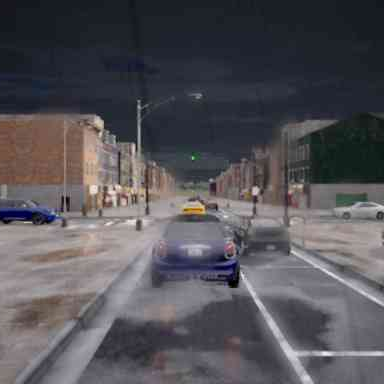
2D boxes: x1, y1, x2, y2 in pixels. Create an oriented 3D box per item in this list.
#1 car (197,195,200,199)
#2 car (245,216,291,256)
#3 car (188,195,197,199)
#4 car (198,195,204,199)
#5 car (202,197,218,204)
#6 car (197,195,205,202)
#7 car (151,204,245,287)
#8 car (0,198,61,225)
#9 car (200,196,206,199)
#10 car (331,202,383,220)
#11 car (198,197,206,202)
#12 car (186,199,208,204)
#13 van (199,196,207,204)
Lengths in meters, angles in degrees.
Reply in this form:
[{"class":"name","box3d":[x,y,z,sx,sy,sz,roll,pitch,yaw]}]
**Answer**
[{"class":"car","box3d":[2.646,1.837,73.314,1.967,1.590,4.097,-1,0,0]},{"class":"car","box3d":[2.627,1.618,13.207,2.008,1.369,4.403,-1,0,0]},{"class":"car","box3d":[0.029,1.936,80.187,1.837,1.490,4.892,0,0,0]},{"class":"car","box3d":[2.646,1.911,67.781,1.887,1.381,4.507,-1,0,0]},{"class":"car","box3d":[2.638,1.787,45.652,1.887,1.381,4.507,-1,0,0]},{"class":"car","box3d":[2.651,1.836,95.445,2.192,1.841,5.009,-1,0,0]},{"class":"car","box3d":[0.084,1.400,9.624,2.097,1.767,4.553,0,0,0]},{"class":"car","box3d":[-12.929,1.469,25.159,5.566,2.045,2.150,0,1,0]},{"class":"car","box3d":[2.643,1.886,56.717,1.802,1.307,4.206,-1,0,0]},{"class":"car","box3d":[14.166,1.554,28.101,4.674,1.442,1.812,0,1,-2]},{"class":"car","box3d":[2.654,2.041,89.912,2.008,1.369,4.403,-1,0,0]},{"class":"car","box3d":[0.107,1.624,28.956,1.882,1.535,5.008,0,0,0]},{"class":"van","box3d":[2.646,1.769,78.847,1.690,1.788,3.998,-1,0,0]}]
